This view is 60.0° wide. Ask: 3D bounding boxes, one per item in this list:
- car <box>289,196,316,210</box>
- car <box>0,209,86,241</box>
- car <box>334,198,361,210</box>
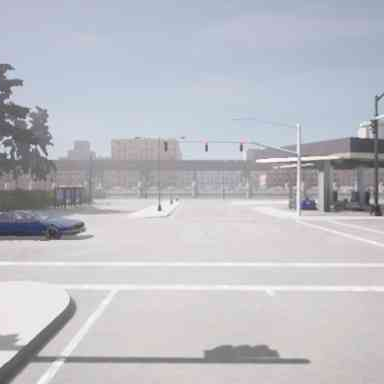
[{"bbox_3d":[13.199,1.306,39.945,2.242,1.667,4.611,0,0,0],"label":"car"},{"bbox_3d":[-8.072,1.553,16.291,5.357,1.411,2.033,0,0,1],"label":"car"},{"bbox_3d":[18.943,1.467,40.709,1.970,1.475,3.806,0,0,0],"label":"car"}]
